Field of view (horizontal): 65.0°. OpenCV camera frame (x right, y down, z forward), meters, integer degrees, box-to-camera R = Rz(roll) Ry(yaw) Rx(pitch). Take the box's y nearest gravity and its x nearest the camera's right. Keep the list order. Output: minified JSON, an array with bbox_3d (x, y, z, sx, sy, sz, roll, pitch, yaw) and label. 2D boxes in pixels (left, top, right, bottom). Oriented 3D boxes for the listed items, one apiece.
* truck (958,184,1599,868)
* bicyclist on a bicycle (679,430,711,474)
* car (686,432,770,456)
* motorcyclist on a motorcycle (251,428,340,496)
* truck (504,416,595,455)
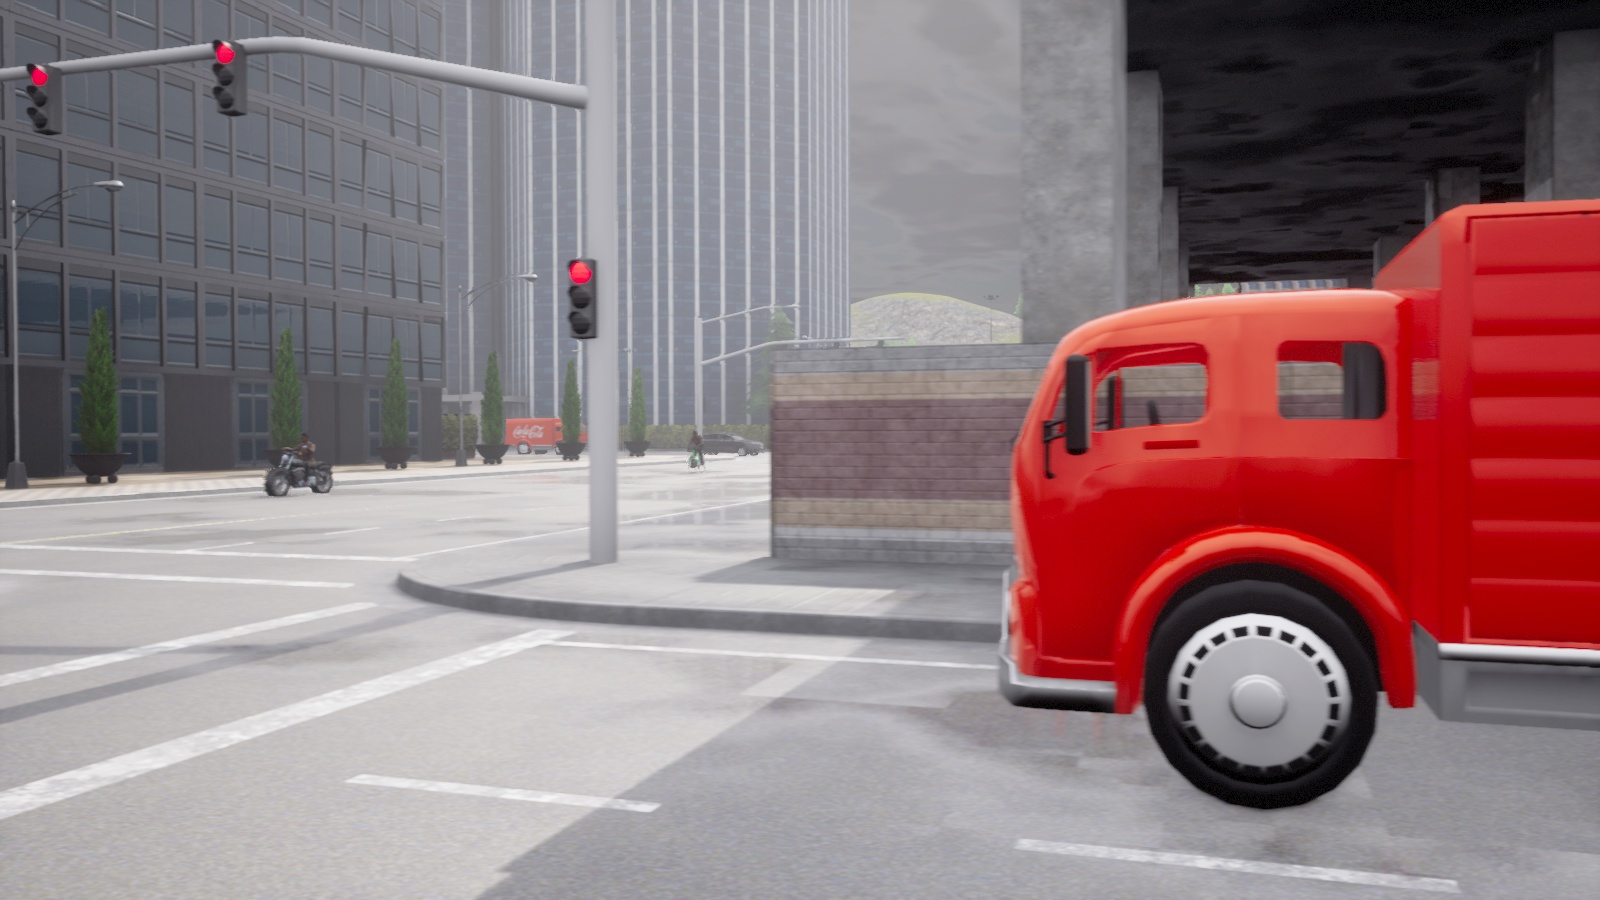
[{"bbox_3d":[3.548,0.263,5.694,5.204,2.467,2.627,1,1,18],"label":"truck"},{"bbox_3d":[-3.970,0.060,47.661,0.582,1.620,1.656,1,1,18],"label":"bicyclist on a bicycle"},{"bbox_3d":[-4.499,-0.378,78.286,4.892,1.490,1.837,1,1,24],"label":"car"},{"bbox_3d":[-12.829,0.273,32.044,0.766,1.649,2.350,1,1,18],"label":"motorcyclist on a motorcycle"},{"bbox_3d":[-16.426,-0.980,82.382,5.204,2.467,2.627,1,1,18],"label":"truck"}]
